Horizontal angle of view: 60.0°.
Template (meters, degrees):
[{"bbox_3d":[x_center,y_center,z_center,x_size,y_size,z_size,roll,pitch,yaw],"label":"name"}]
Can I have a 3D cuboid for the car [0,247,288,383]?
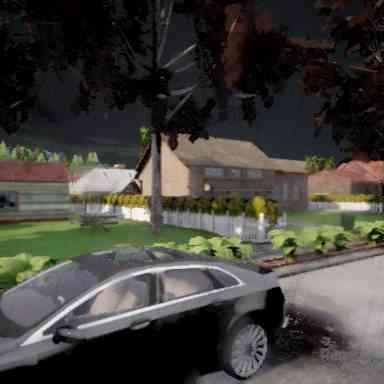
[{"bbox_3d":[-0.964,1.493,3.914,4.902,1.511,2.128,0,0,-35],"label":"car"}]
